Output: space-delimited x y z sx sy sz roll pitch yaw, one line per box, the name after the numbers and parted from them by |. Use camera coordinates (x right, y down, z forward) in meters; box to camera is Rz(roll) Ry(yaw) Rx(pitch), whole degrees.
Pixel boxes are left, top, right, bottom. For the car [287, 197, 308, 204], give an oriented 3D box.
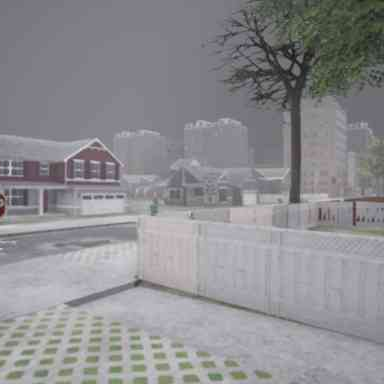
14.753 1.381 46.306 2.128 1.511 4.902 0 0 35 | car
